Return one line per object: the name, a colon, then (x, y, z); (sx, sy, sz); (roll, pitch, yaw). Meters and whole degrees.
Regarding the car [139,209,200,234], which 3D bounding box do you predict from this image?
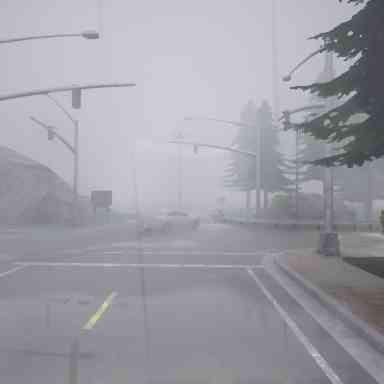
car: (-1.376, 1.830, 21.689); (1.812, 1.442, 4.674); (1, 0, 38)
